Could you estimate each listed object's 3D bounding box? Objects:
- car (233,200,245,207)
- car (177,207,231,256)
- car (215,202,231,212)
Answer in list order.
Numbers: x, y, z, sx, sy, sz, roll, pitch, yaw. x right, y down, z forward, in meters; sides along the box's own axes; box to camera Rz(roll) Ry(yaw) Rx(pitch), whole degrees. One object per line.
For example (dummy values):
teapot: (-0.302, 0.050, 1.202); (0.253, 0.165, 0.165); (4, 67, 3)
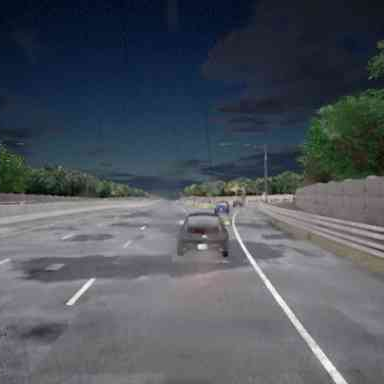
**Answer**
car: (9.516, 2.337, 67.143); (1.837, 1.490, 4.892); (-1, -1, 16)
car: (0.486, 1.593, 13.461); (1.837, 1.490, 4.892); (0, 0, 3)
car: (3.945, 2.005, 42.711); (1.812, 1.442, 4.674); (1, -1, 10)
